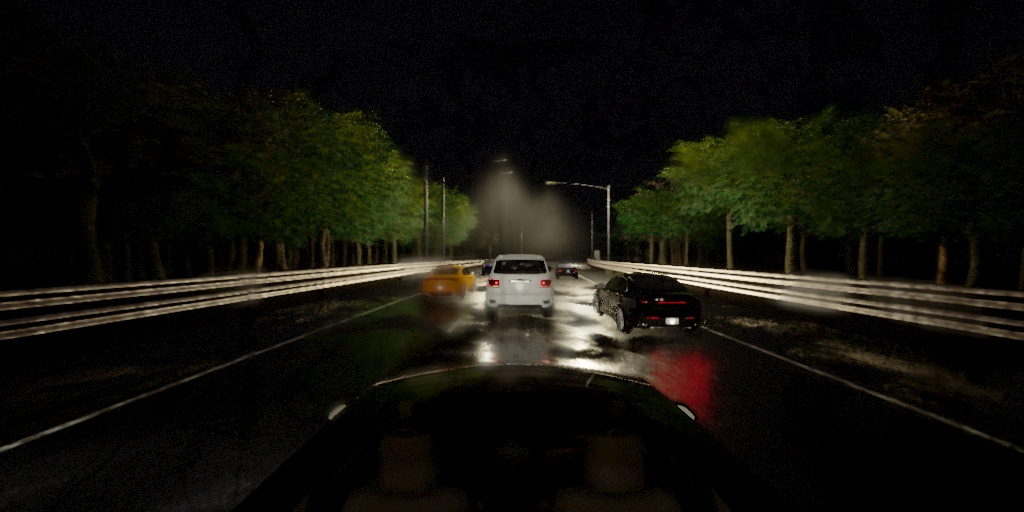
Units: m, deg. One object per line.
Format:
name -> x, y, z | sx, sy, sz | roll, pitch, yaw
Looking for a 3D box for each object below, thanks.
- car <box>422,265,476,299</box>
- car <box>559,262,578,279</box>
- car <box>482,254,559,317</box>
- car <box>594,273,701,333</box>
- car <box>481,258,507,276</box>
car -> -3.003, 1.216, 17.983 | 1.882, 1.535, 5.008 | 0, 0, 2
car -> 4.858, 1.285, 32.240 | 2.033, 1.411, 5.357 | 0, 0, 5
car -> 0.316, 0.966, 13.252 | 2.150, 2.045, 5.566 | 0, 0, 2
car -> 3.757, 1.254, 10.699 | 1.837, 1.490, 4.892 | 0, 0, 1
car -> -1.748, 1.080, 36.967 | 2.097, 1.767, 4.553 | 0, 0, 5
